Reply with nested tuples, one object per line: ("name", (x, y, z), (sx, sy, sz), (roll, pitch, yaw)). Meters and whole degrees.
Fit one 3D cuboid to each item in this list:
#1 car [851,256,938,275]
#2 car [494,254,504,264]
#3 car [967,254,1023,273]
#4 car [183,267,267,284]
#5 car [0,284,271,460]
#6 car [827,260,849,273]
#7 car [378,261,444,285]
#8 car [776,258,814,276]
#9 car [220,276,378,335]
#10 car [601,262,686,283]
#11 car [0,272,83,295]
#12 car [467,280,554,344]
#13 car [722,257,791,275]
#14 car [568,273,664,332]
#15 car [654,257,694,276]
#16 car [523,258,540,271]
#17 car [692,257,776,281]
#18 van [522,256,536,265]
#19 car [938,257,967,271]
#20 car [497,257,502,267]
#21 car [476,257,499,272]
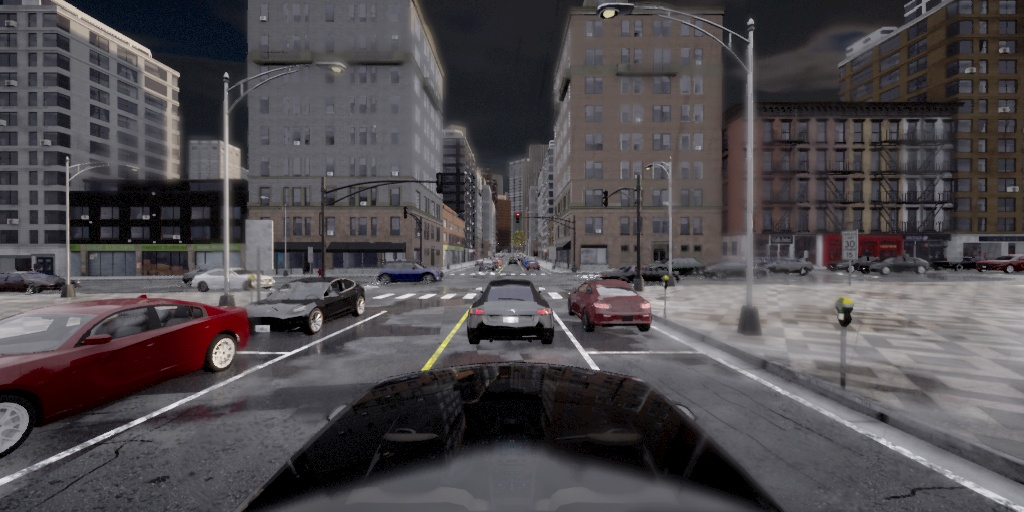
("car", (31.751, 0.771, 29.892), (4.892, 1.490, 1.837), (-1, 0, 0))
("car", (-2.970, 0.971, 65.122), (2.097, 1.767, 4.553), (0, 0, 1))
("car", (41.878, 0.608, 29.881), (5.008, 1.535, 1.882), (-1, 0, 0))
("car", (-17.898, 1.521, 23.111), (4.674, 1.442, 1.812), (-1, 0, 0))
("car", (-5.776, 1.295, 4.872), (1.888, 1.381, 4.507), (0, 0, 0))
("car", (31.992, 0.752, 33.144), (4.892, 1.490, 1.837), (-1, 0, 0))
("car", (-7.379, 1.156, 26.367), (4.553, 1.767, 2.097), (-1, 1, 0))
("car", (22.285, 0.889, 29.881), (4.902, 1.511, 2.128), (-1, 0, 0))
("car", (-5.806, 1.314, 10.516), (1.948, 1.339, 4.313), (0, 0, 0))
("car", (8.286, 1.231, 23.159), (4.718, 1.301, 1.895), (-1, 0, 0))
("car", (-31.281, 1.712, 23.087), (5.357, 1.411, 2.033), (-1, 0, 0))
("car", (-0.035, 1.313, 9.562), (1.994, 1.385, 4.181), (0, 0, 0))
("car", (22.521, 0.869, 33.132), (4.902, 1.511, 2.128), (-1, 0, 0))
("car", (2.719, 1.330, 10.560), (1.802, 1.307, 4.207), (0, 0, 0))
("car", (13.332, 0.876, 29.865), (4.553, 1.767, 2.097), (-1, 0, 0))
("car", (2.793, 1.258, 47.772), (1.802, 1.307, 4.207), (0, 0, 0))
("car", (16.243, 1.026, 26.421), (4.674, 1.442, 1.812), (-1, 0, 0))
("van", (2.811, 1.000, 53.324), (1.690, 1.789, 3.998), (0, 0, 0))
("car", (41.788, 0.715, 33.133), (4.718, 1.301, 1.895), (-1, 0, 0))
("car", (-3.039, 1.201, 55.213), (2.033, 1.411, 5.357), (0, 0, 0))
("car", (-3.073, 1.209, 45.563), (1.812, 1.442, 4.674), (0, 0, 2))
